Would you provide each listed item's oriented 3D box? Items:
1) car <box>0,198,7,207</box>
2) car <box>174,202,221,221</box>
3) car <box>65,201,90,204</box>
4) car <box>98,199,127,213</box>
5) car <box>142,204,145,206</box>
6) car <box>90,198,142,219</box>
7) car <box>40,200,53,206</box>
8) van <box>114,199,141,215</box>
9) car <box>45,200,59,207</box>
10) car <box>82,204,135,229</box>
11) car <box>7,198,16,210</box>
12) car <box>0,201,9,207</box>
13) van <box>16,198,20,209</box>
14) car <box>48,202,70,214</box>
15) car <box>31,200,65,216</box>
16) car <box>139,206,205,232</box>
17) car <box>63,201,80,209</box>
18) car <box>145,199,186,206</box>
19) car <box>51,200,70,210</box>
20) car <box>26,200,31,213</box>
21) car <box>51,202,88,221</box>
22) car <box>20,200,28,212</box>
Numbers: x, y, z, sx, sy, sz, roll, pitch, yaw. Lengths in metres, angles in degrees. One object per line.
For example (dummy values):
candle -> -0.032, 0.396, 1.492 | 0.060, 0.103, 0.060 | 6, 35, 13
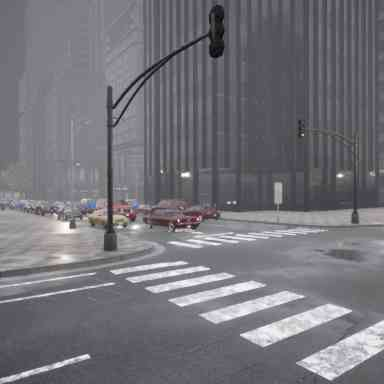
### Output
car -> -41.208, 2.665, 73.717 | 1.887, 1.381, 4.507 | -1, 0, -35
car -> 0.646, 1.828, 29.486 | 1.887, 1.381, 4.507 | -1, 0, -35
car -> -12.934, 2.062, 38.513 | 2.033, 1.411, 5.357 | 0, -1, -35
car -> -11.118, 1.874, 46.093 | 2.192, 1.841, 5.009 | -1, 0, -35
car -> -5.232, 2.003, 37.789 | 1.802, 1.307, 4.206 | -1, 0, -35
car -> -7.011, 1.598, 30.161 | 2.150, 2.045, 5.566 | 0, -1, -35
car -> -34.661, 2.659, 79.223 | 1.947, 1.339, 4.313 | -1, 0, -35
van -> -8.178, 1.831, 41.941 | 1.690, 1.788, 3.998 | -1, 0, -35
car -> -31.649, 2.593, 74.980 | 1.947, 1.339, 4.313 | -1, 0, -35
car -> -6.215, 1.843, 24.420 | 1.752, 1.417, 4.829 | -1, 0, -35
car -> -31.872, 2.353, 60.561 | 1.967, 1.590, 4.097 | -1, 0, -35
car -> -44.319, 2.770, 78.102 | 1.802, 1.307, 4.206 | -1, 0, -35
van -> -26.114, 2.122, 52.448 | 1.690, 1.788, 3.998 | -1, 0, -35
car -> -18.779, 2.177, 46.819 | 1.812, 1.442, 4.674 | 0, -1, -35
car -> -17.631, 1.900, 40.495 | 2.192, 1.841, 5.009 | -1, 0, -35
car -> -1.458, 1.846, 22.337 | 1.895, 1.301, 4.718 | 0, -1, -35
car -> -22.615, 2.405, 62.253 | 1.802, 1.307, 4.206 | -1, 0, -35
car -> -2.299, 1.667, 33.638 | 2.192, 1.841, 5.009 | -1, 0, -35
car -> -22.977, 2.270, 58.005 | 1.882, 1.535, 5.008 | 0, -1, -35
car -> -20.454, 2.195, 44.480 | 1.887, 1.381, 4.507 | -1, 0, -35
car -> -11.969, 2.003, 32.527 | 2.008, 1.369, 4.403 | -1, 0, -35
car -> -23.284, 2.156, 48.463 | 1.967, 1.590, 4.097 | -1, 0, -35
